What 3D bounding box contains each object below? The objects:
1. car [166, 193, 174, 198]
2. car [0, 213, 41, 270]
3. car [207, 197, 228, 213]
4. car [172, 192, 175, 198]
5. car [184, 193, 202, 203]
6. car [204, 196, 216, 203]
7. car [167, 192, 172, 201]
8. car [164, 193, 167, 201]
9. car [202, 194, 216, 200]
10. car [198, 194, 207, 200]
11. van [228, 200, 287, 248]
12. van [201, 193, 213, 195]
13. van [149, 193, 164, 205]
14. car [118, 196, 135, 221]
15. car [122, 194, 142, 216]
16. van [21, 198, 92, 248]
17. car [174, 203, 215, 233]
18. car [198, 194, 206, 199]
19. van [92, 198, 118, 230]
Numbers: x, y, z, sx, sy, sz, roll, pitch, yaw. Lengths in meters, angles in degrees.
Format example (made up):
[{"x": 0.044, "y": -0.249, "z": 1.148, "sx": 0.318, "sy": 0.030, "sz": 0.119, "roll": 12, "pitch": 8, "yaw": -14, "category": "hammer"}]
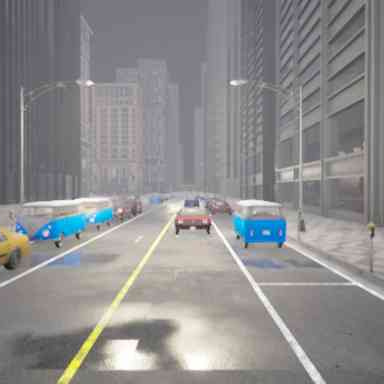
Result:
[{"x": -6.034, "y": 1.083, "z": 93.007, "sx": 1.947, "sy": 1.339, "sz": 4.313, "roll": 0, "pitch": 0, "yaw": 0, "category": "car"}, {"x": -5.787, "y": 1.486, "z": 8.224, "sx": 1.752, "sy": 1.417, "sz": 4.829, "roll": 0, "pitch": 0, "yaw": 0, "category": "car"}, {"x": 2.672, "y": 1.422, "z": 30.987, "sx": 1.802, "sy": 1.307, "sz": 4.206, "roll": 0, "pitch": 0, "yaw": 0, "category": "car"}, {"x": -6.002, "y": 1.021, "z": 81.723, "sx": 1.967, "sy": 1.590, "sz": 4.097, "roll": 0, "pitch": 0, "yaw": 0, "category": "car"}, {"x": -0.020, "y": 1.265, "z": 41.655, "sx": 1.882, "sy": 1.535, "sz": 5.008, "roll": 0, "pitch": 0, "yaw": 0, "category": "car"}, {"x": 2.656, "y": 1.394, "z": 36.627, "sx": 1.802, "sy": 1.307, "sz": 4.206, "roll": 0, "pitch": 0, "yaw": 0, "category": "car"}, {"x": -5.969, "y": 1.207, "z": 70.443, "sx": 1.947, "sy": 1.339, "sz": 4.313, "roll": 0, "pitch": 0, "yaw": 0, "category": "car"}, {"x": -5.936, "y": 1.245, "z": 59.161, "sx": 1.887, "sy": 1.381, "sz": 4.507, "roll": 0, "pitch": 0, "yaw": 0, "category": "car"}, {"x": 2.639, "y": 1.349, "z": 42.268, "sx": 1.947, "sy": 1.339, "sz": 4.313, "roll": 0, "pitch": 0, "yaw": 0, "category": "car"}, {"x": 2.524, "y": 1.126, "z": 81.751, "sx": 2.008, "sy": 1.369, "sz": 4.403, "roll": 0, "pitch": 0, "yaw": 0, "category": "car"}, {"x": 2.721, "y": 1.268, "z": 14.064, "sx": 1.690, "sy": 1.788, "sz": 3.998, "roll": 0, "pitch": 0, "yaw": 0, "category": "van"}, {"x": 2.622, "y": 1.095, "z": 47.907, "sx": 1.690, "sy": 1.788, "sz": 3.998, "roll": 0, "pitch": 0, "yaw": 0, "category": "van"}, {"x": -5.920, "y": 1.071, "z": 53.520, "sx": 1.690, "sy": 1.788, "sz": 3.998, "roll": 0, "pitch": 0, "yaw": 0, "category": "van"}, {"x": -5.837, "y": 1.315, "z": 25.316, "sx": 1.967, "sy": 1.590, "sz": 4.097, "roll": 0, "pitch": 0, "yaw": 0, "category": "car"}, {"x": -5.854, "y": 1.161, "z": 30.956, "sx": 2.192, "sy": 1.841, "sz": 5.009, "roll": 0, "pitch": 0, "yaw": 0, "category": "car"}, {"x": -5.805, "y": 1.273, "z": 14.034, "sx": 1.690, "sy": 1.788, "sz": 3.998, "roll": 0, "pitch": 0, "yaw": 0, "category": "van"}, {"x": 0.042, "y": 1.505, "z": 18.819, "sx": 1.895, "sy": 1.301, "sz": 4.718, "roll": 0, "pitch": 0, "yaw": 0, "category": "car"}, {"x": 2.507, "y": 1.110, "z": 87.392, "sx": 1.947, "sy": 1.339, "sz": 4.313, "roll": 0, "pitch": 0, "yaw": 0, "category": "car"}, {"x": -5.821, "y": 1.244, "z": 19.674, "sx": 1.690, "sy": 1.788, "sz": 3.998, "roll": 0, "pitch": 0, "yaw": 0, "category": "van"}]
